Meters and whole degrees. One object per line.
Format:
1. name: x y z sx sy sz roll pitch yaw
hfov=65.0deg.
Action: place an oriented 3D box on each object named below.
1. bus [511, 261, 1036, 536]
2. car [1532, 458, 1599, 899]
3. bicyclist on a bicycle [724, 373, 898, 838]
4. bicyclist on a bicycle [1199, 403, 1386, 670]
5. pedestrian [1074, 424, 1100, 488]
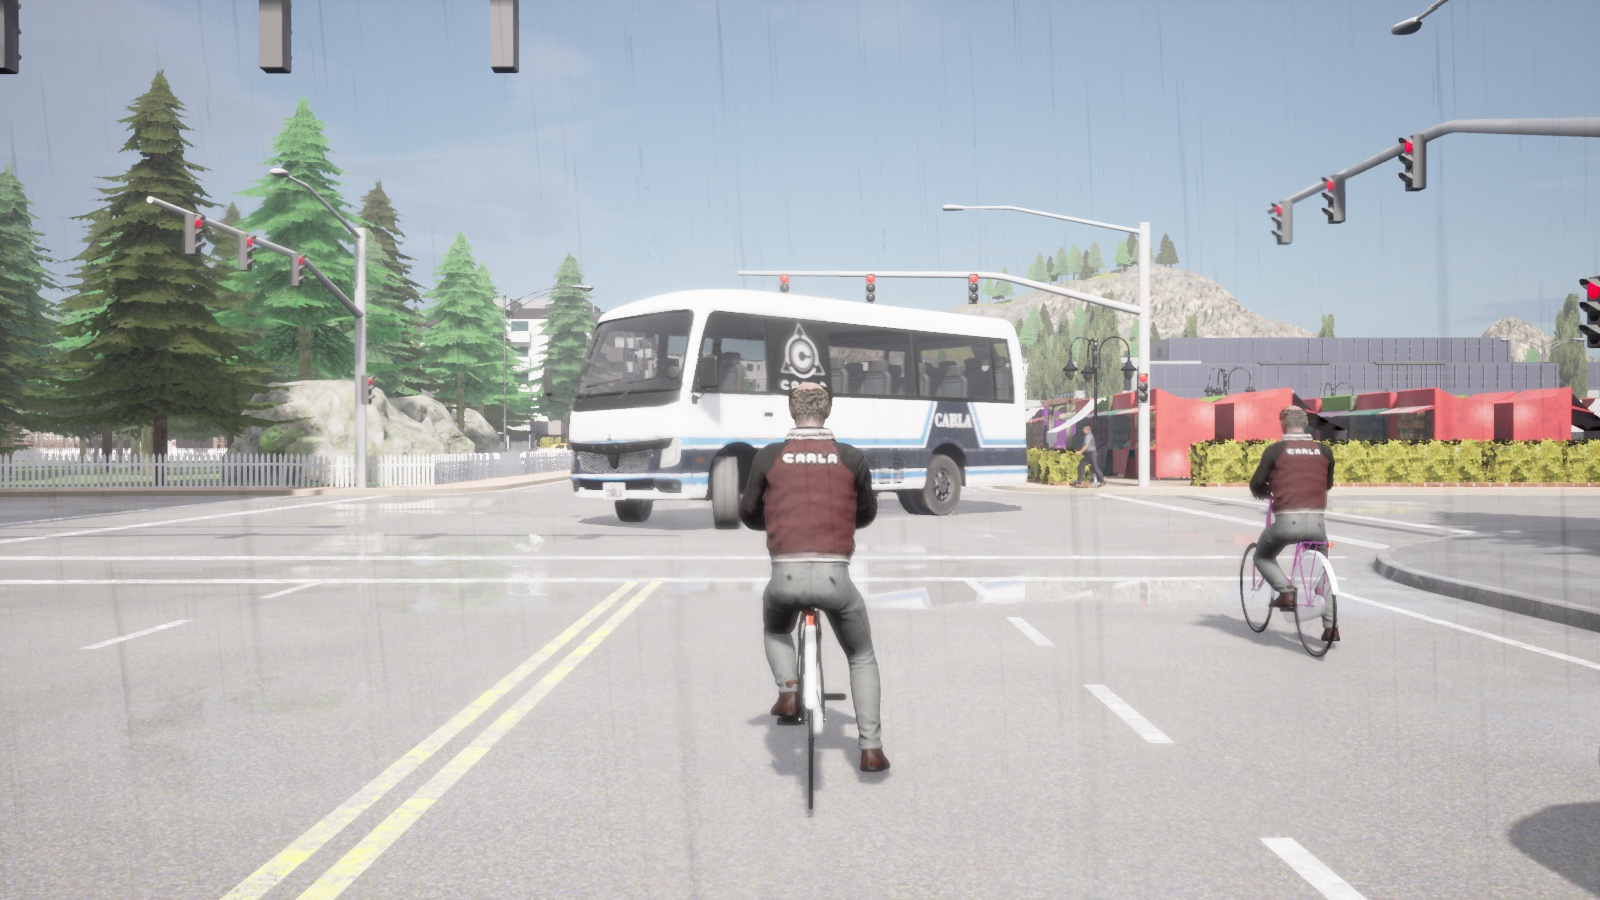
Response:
1. bus: -0.048 -0.781 24.398 3.944 4.253 10.273 -1 -1 45
2. car: 3.526 0.763 2.164 1.812 1.442 4.674 0 0 0
3. bicyclist on a bicycle: 0.046 0.585 5.708 0.659 1.776 1.843 0 1 0
4. bicyclist on a bicycle: 3.564 0.568 9.269 0.659 1.776 1.843 0 1 0
5. pedestrian: 8.306 0.163 36.329 0.694 1.848 0.540 0 0 8
